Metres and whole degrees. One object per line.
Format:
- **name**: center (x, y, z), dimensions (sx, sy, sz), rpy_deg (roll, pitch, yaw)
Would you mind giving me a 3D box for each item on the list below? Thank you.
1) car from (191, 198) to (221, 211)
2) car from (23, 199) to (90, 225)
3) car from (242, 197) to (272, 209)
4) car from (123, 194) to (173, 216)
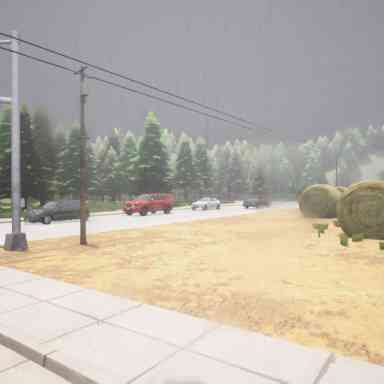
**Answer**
- **car**: center (1.777, 1.431, 40.324), dimensions (1.812, 1.442, 4.674), rpy_deg (0, 0, 37)
- **car**: center (-9.926, 1.362, 24.612), dimensions (2.097, 1.767, 4.553), rpy_deg (0, 0, 37)
- **car**: center (8.467, 1.410, 43.134), dimensions (2.033, 1.411, 5.357), rpy_deg (0, 0, 37)
- **car**: center (-4.139, 1.179, 32.386), dimensions (2.150, 2.045, 5.566), rpy_deg (0, 0, 37)
